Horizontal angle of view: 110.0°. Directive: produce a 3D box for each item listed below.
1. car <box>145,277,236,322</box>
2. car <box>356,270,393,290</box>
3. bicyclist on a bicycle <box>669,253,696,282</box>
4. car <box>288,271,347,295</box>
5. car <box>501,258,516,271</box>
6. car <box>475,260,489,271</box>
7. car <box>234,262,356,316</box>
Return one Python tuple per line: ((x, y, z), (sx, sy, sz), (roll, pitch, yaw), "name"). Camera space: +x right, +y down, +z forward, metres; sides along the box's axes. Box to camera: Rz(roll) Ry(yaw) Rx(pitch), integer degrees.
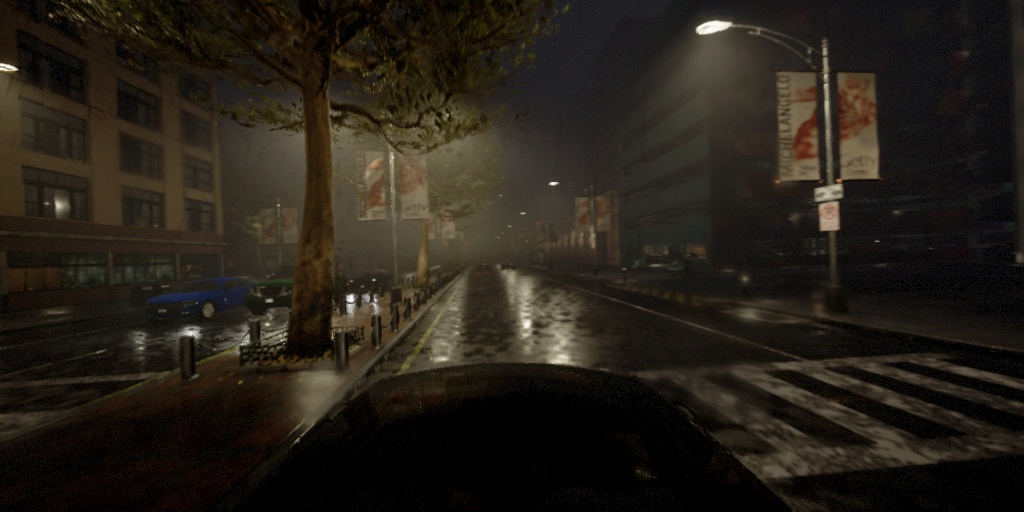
((-12.668, 1.693, 15.232), (1.882, 1.535, 5.008), (-2, 0, -5), "car")
((-10.092, 1.713, 25.957), (1.895, 1.301, 4.718), (-2, 0, -5), "car")
((9.876, 0.668, 20.803), (1.656, 1.620, 0.582), (-2, 0, -5), "bicyclist on a bicycle")
((-13.551, 1.843, 25.350), (1.895, 1.301, 4.718), (-2, 0, -5), "car")
((-0.599, 1.342, 50.364), (1.895, 1.301, 4.718), (-2, 0, -5), "car")
((-4.206, 1.367, 51.211), (2.128, 1.511, 4.902), (-2, 0, -5), "car")
((-9.237, 1.308, 16.021), (2.150, 2.045, 5.566), (-2, 0, -5), "car")
